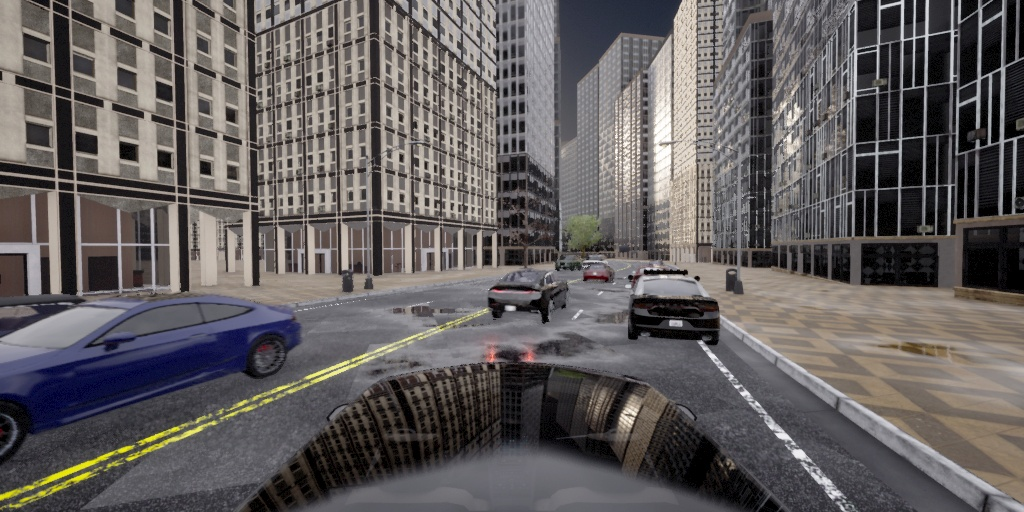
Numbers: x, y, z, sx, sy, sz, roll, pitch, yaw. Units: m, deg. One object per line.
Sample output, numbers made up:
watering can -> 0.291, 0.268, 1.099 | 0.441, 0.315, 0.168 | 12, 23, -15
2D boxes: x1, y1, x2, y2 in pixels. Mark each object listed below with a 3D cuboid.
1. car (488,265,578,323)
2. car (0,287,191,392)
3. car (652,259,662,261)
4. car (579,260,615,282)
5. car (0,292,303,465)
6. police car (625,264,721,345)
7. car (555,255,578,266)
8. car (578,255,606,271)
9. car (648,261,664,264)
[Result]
car -> 0.741, 1.235, 12.316 | 2.128, 1.511, 4.902 | 0, 0, 19
car -> -8.422, 1.351, 5.643 | 1.895, 1.301, 4.718 | 0, 0, 17
car -> 18.285, 1.270, 45.653 | 2.033, 1.411, 5.357 | 0, 0, 26
car -> 7.053, 1.295, 28.859 | 1.994, 1.385, 4.181 | 0, 0, 23
car -> -5.220, 1.275, 4.911 | 1.812, 1.442, 4.674 | 0, 0, 16
police car -> 4.163, 1.172, 9.780 | 1.930, 1.638, 5.238 | 0, 0, 18
car -> 7.176, 0.917, 45.304 | 2.150, 2.045, 5.566 | 0, 0, 26
car -> 10.268, 0.928, 44.226 | 2.150, 2.045, 5.566 | 0, 0, 26
car -> 7.394, 1.221, 18.865 | 1.882, 1.535, 5.008 | 0, 0, 21
